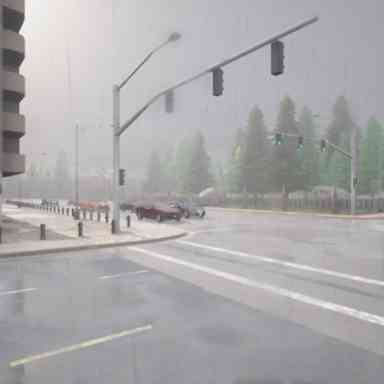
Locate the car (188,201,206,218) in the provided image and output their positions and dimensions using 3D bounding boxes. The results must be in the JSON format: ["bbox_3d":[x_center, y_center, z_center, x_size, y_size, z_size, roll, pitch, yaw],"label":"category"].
[{"bbox_3d":[-0.751,1.533,29.854,2.128,1.511,4.902,0,0,-36],"label":"car"}]

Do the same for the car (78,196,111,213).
[{"bbox_3d":[-10.893,1.395,37.681,2.097,1.767,4.553,0,0,-36],"label":"car"}]

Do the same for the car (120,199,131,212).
[{"bbox_3d":[-6.433,1.533,37.533,2.128,1.511,4.902,0,0,-36],"label":"car"}]

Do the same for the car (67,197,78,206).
[{"bbox_3d":[-18.794,1.589,54.349,2.033,1.411,5.357,0,0,-36],"label":"car"}]

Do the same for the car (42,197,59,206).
[{"bbox_3d":[-23.210,1.538,54.480,2.128,1.511,4.902,0,0,-36],"label":"car"}]

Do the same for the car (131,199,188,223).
[{"bbox_3d":[-2.733,1.522,26.647,1.882,1.535,5.008,0,0,-37],"label":"car"}]
